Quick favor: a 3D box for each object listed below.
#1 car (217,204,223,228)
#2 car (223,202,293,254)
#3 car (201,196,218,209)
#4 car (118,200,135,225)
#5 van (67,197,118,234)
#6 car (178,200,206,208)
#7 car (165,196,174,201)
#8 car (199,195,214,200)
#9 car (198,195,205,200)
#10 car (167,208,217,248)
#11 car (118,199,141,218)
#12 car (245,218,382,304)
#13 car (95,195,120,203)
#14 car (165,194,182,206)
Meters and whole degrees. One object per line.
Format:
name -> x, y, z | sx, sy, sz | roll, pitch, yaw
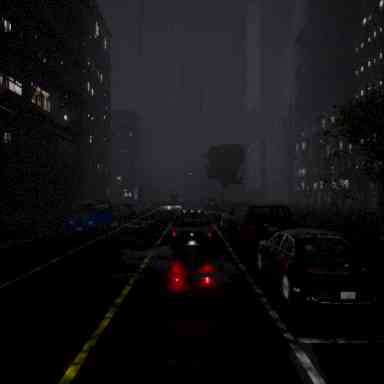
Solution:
car -> 2.692, 1.567, 18.963 | 1.947, 1.339, 4.313 | 0, 0, 0
car -> 2.693, 1.314, 13.442 | 2.192, 1.841, 5.009 | 0, 0, 0
car -> 2.692, 1.590, 46.578 | 1.947, 1.339, 4.313 | 0, 0, 0
car -> -5.689, 1.529, 24.317 | 1.752, 1.417, 4.829 | 0, 0, 0
van -> -5.688, 1.342, 18.964 | 1.690, 1.788, 3.998 | 0, 0, 0
car -> 0.000, 1.625, 29.681 | 1.895, 1.301, 4.718 | 0, 0, 0
car -> -5.689, 1.628, 84.489 | 2.008, 1.369, 4.403 | 0, 0, 0
car -> 2.692, 1.345, 52.102 | 2.192, 1.841, 5.009 | 0, 0, 0
car -> 2.691, 1.626, 95.725 | 1.752, 1.417, 4.829 | 0, 0, 0
car -> 0.000, 1.617, 14.681 | 1.895, 1.301, 4.718 | 0, 0, 0
car -> -5.689, 1.574, 30.010 | 1.947, 1.339, 4.313 | 0, 0, 0
car -> 2.693, 1.549, 7.918 | 2.008, 1.369, 4.403 | 0, 0, 0
car -> -16.426, 1.386, 65.084 | 4.403, 1.369, 2.008 | 1, -1, -1
car -> -3.000, 1.364, 57.621 | 2.150, 2.045, 5.566 | 0, 0, 0
